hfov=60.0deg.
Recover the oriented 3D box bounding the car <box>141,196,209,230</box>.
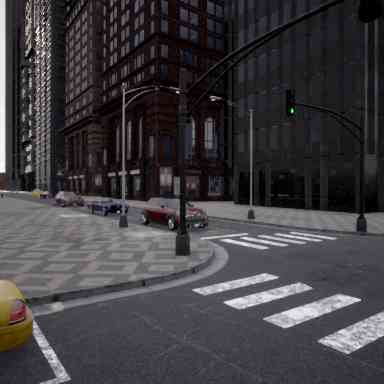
[{"bbox_3d":[-1.055,1.073,18.841,2.097,1.767,4.553,0,1,-36],"label":"car"}]

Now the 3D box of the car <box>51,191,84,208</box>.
[{"bbox_3d":[-13.135,0.695,35.607,2.097,1.767,4.553,0,1,-36],"label":"car"}]

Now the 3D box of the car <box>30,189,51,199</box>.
[{"bbox_3d":[-21.981,0.215,48.033,1.882,1.535,5.008,0,1,-36],"label":"car"}]

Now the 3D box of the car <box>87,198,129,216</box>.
[{"bbox_3d":[-6.827,1.138,26.845,1.895,1.301,4.718,0,1,-36],"label":"car"}]

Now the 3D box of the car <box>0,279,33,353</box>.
[{"bbox_3d":[-4.393,1.525,3.515,4.829,1.417,1.752,0,0,-35],"label":"car"}]

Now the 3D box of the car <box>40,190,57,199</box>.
[{"bbox_3d":[-24.719,0.467,57.124,1.812,1.442,4.674,0,1,-35],"label":"car"}]
